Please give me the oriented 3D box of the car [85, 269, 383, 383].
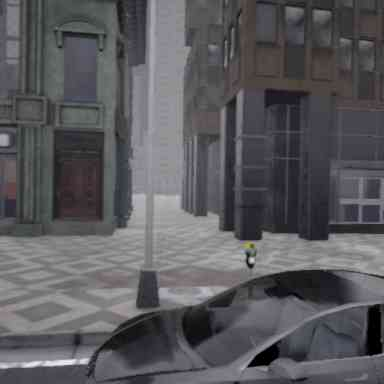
[{"bbox_3d":[1.181,1.559,3.400,4.313,1.339,1.947,1,0,-8],"label":"car"}]
